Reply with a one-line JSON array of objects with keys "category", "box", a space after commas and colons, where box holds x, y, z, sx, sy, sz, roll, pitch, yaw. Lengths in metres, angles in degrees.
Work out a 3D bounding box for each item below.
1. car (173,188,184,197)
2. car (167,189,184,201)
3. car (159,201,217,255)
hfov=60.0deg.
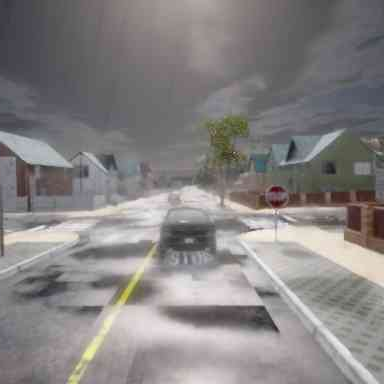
[{"category": "car", "box": [-2.797, 0.022, 68.706, 2.097, 1.767, 4.553, 0, 1, 0]}, {"category": "car", "box": [-2.865, 0.758, 53.177, 2.128, 1.511, 4.902, 0, 1, 0]}, {"category": "car", "box": [-0.234, 1.304, 12.604, 1.882, 1.535, 5.008, 0, 1, -4]}]
